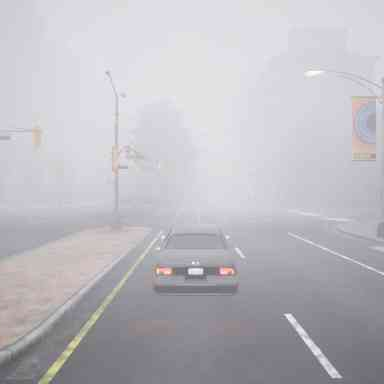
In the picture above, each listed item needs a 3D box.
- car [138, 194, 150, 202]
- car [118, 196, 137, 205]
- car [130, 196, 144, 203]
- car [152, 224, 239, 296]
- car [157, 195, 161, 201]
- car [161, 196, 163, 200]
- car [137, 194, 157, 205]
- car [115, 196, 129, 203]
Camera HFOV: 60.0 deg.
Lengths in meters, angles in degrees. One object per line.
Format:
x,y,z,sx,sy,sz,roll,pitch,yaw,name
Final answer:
-11.392,1.355,79.580,2.097,1.767,4.553,0,0,0,car
-11.488,1.491,59.647,2.128,1.511,4.902,0,0,0,car
-11.406,1.525,69.568,2.128,1.511,4.902,0,0,0,car
0.086,1.547,8.801,2.033,1.411,5.357,0,0,0,car
-7.927,1.526,67.480,1.812,1.442,4.674,0,0,1,car
-7.895,1.500,77.809,1.837,1.490,4.892,0,0,0,car
-7.993,1.564,58.962,1.994,1.385,4.181,0,0,1,car
-14.656,1.595,69.450,1.895,1.301,4.718,0,0,0,car
